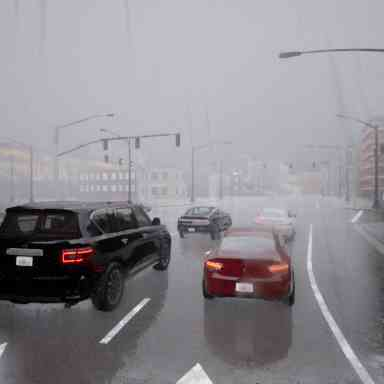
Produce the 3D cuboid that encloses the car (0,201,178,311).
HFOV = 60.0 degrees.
[{"bbox_3d":[-2.161,1.221,8.039,2.150,2.045,5.566,0,0,12],"label":"car"}]

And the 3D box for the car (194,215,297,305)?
[{"bbox_3d":[1.452,1.526,8.124,1.812,1.442,4.674,0,0,13],"label":"car"}]

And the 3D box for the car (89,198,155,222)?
[{"bbox_3d":[-4.685,1.155,23.257,2.033,1.411,5.357,0,0,20],"label":"car"}]

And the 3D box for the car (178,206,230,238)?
[{"bbox_3d":[0.784,1.491,17.289,2.128,1.511,4.902,0,0,19],"label":"car"}]

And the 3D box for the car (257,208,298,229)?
[{"bbox_3d":[4.191,1.526,16.557,1.812,1.442,4.674,0,0,20],"label":"car"}]
